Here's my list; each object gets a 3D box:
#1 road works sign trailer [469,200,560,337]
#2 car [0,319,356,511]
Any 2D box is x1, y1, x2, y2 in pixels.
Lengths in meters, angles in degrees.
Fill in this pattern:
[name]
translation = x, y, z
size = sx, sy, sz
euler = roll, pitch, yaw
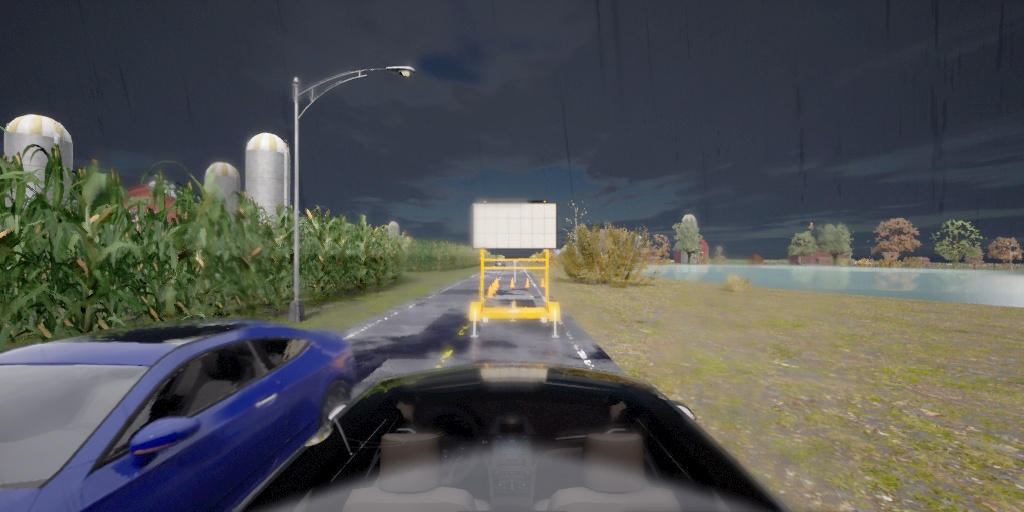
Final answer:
[road works sign trailer]
translation = 0.081, 0.217, 10.239
size = 2.380, 3.560, 2.880
euler = 0, 0, 0
[car]
translation = -2.735, 1.276, 2.463
size = 1.812, 1.442, 4.674
euler = 0, 0, 0
